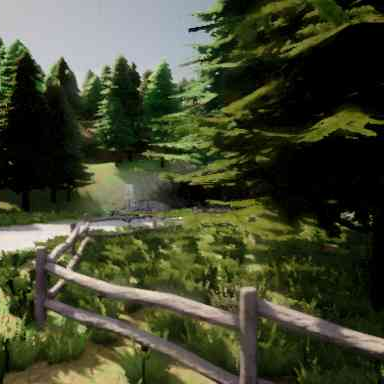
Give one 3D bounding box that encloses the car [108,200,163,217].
[{"bbox_3d":[-3.858,1.390,24.915,4.892,1.490,1.837,0,0,-38],"label":"car"}]
